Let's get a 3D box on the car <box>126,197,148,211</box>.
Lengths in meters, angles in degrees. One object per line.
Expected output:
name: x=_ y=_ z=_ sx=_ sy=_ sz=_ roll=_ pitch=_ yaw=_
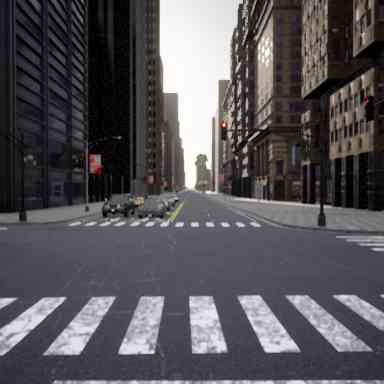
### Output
car: x=-6.658 y=1.400 z=40.738 sx=1.882 sy=1.535 sz=5.008 roll=0 pitch=0 yaw=0

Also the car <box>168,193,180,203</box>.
car: x=-3.370 y=1.408 z=64.666 sx=2.033 sy=1.411 sz=5.357 roll=0 pitch=0 yaw=0

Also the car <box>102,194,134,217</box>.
car: x=-6.650 y=1.169 z=30.732 sx=2.150 sy=2.045 sz=5.566 roll=0 pitch=0 yaw=0

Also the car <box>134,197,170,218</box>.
car: x=-3.395 y=1.303 z=29.129 sx=2.097 sy=1.767 sz=4.553 roll=0 pitch=0 yaw=0

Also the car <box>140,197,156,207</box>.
car: x=-6.681 y=1.461 z=50.830 sx=1.994 sy=1.385 sz=4.181 roll=0 pitch=0 yaw=0

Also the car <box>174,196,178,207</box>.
car: x=-3.437 y=1.468 z=48.168 sx=1.994 sy=1.385 sz=4.181 roll=0 pitch=0 yaw=-1

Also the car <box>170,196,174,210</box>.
car: x=-3.413 y=1.455 z=38.110 sx=1.812 sy=1.442 sz=4.674 roll=0 pitch=0 yaw=0
